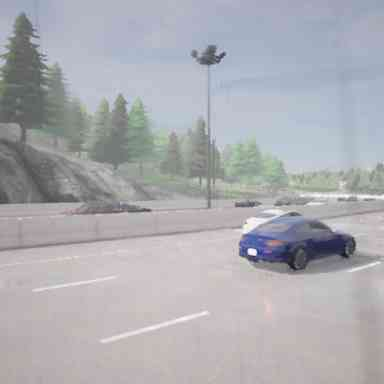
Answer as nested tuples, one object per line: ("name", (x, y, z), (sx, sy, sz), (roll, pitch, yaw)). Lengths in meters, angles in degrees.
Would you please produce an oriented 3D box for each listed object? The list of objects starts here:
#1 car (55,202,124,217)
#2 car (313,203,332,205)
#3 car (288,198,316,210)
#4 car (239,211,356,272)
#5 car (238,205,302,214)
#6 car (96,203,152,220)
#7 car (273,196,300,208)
("car", (-6.349, 1.429, 21.218), (4.553, 1.767, 2.097), (0, 0, -38))
("car", (15.913, 1.589, 41.356), (1.812, 1.442, 4.674), (0, 0, 44))
("car", (15.159, 1.582, 45.628), (1.837, 1.490, 4.892), (0, 0, 43))
("car", (3.532, 1.546, 10.923), (4.674, 1.442, 1.812), (0, 0, -38))
("car", (4.480, 1.557, 16.162), (4.674, 1.442, 1.812), (0, 0, -39))
("car", (-6.137, 1.701, 30.285), (4.718, 1.301, 1.895), (0, 0, -39))
("car", (14.205, 1.444, 49.818), (2.097, 1.767, 4.553), (0, 0, 42))
